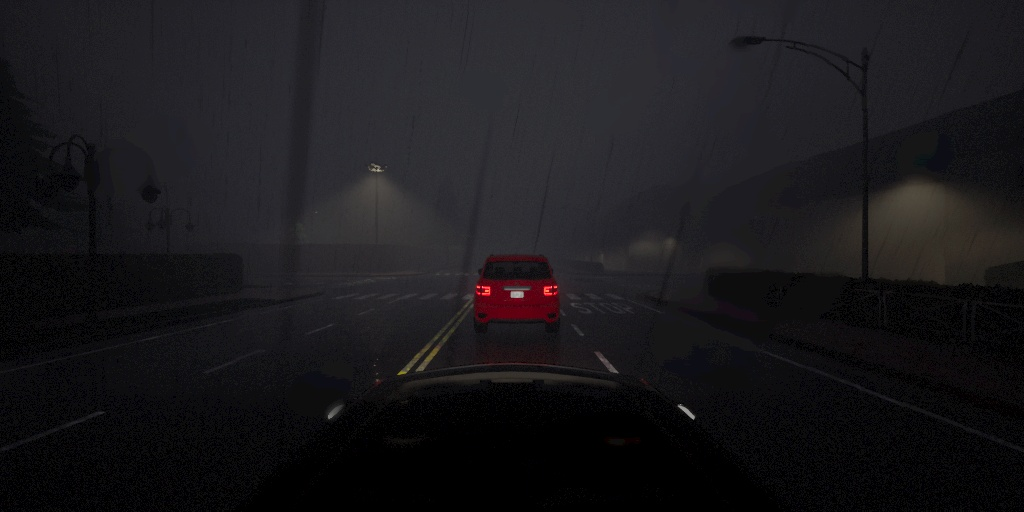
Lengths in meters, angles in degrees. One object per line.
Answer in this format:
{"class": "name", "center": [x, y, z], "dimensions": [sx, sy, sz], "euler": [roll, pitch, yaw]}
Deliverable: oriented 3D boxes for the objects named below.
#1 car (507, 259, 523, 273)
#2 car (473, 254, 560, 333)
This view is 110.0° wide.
{"class": "car", "center": [0.350, 1.228, 45.023], "dimensions": [1.882, 1.535, 5.008], "euler": [0, 0, 1]}
{"class": "car", "center": [0.122, 0.971, 10.847], "dimensions": [2.150, 2.045, 5.566], "euler": [0, 0, 0]}
